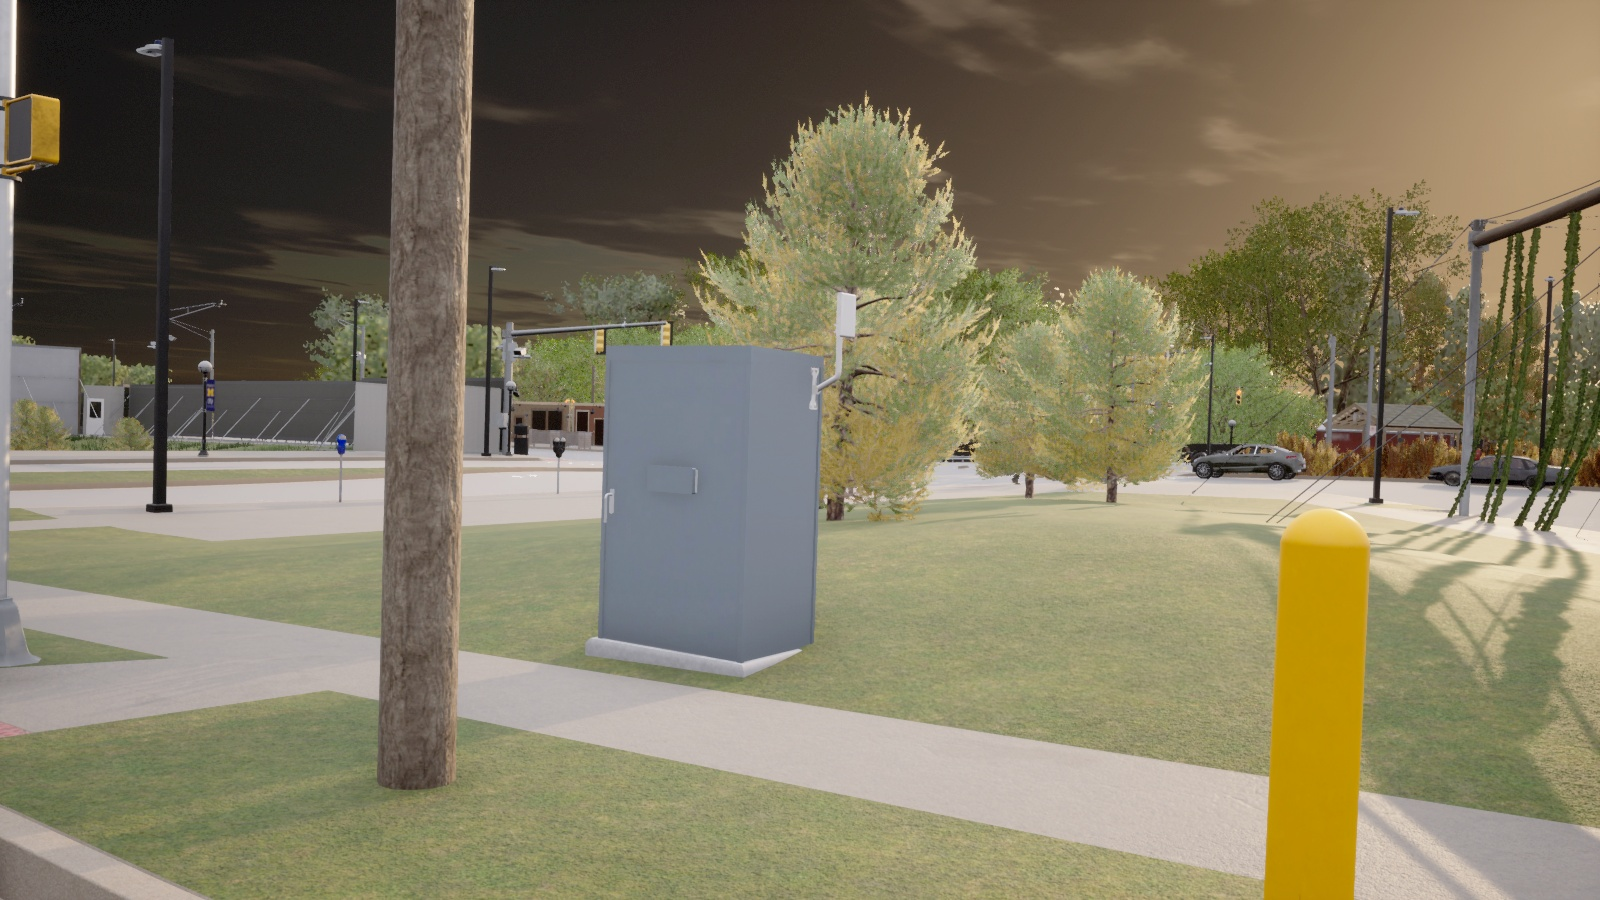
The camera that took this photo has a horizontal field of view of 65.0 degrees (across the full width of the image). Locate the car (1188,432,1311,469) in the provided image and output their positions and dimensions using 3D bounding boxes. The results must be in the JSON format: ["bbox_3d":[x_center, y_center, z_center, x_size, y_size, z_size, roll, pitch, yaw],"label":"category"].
[{"bbox_3d":[20.980,0.019,58.643,5.027,1.651,2.152,0,1,35],"label":"car"}]

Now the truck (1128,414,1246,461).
[{"bbox_3d":[29.141,-0.922,94.736,7.936,3.462,2.891,0,1,35],"label":"truck"}]

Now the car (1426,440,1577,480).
[{"bbox_3d":[29.461,0.387,52.819,5.357,1.411,2.033,2,3,34],"label":"car"}]
